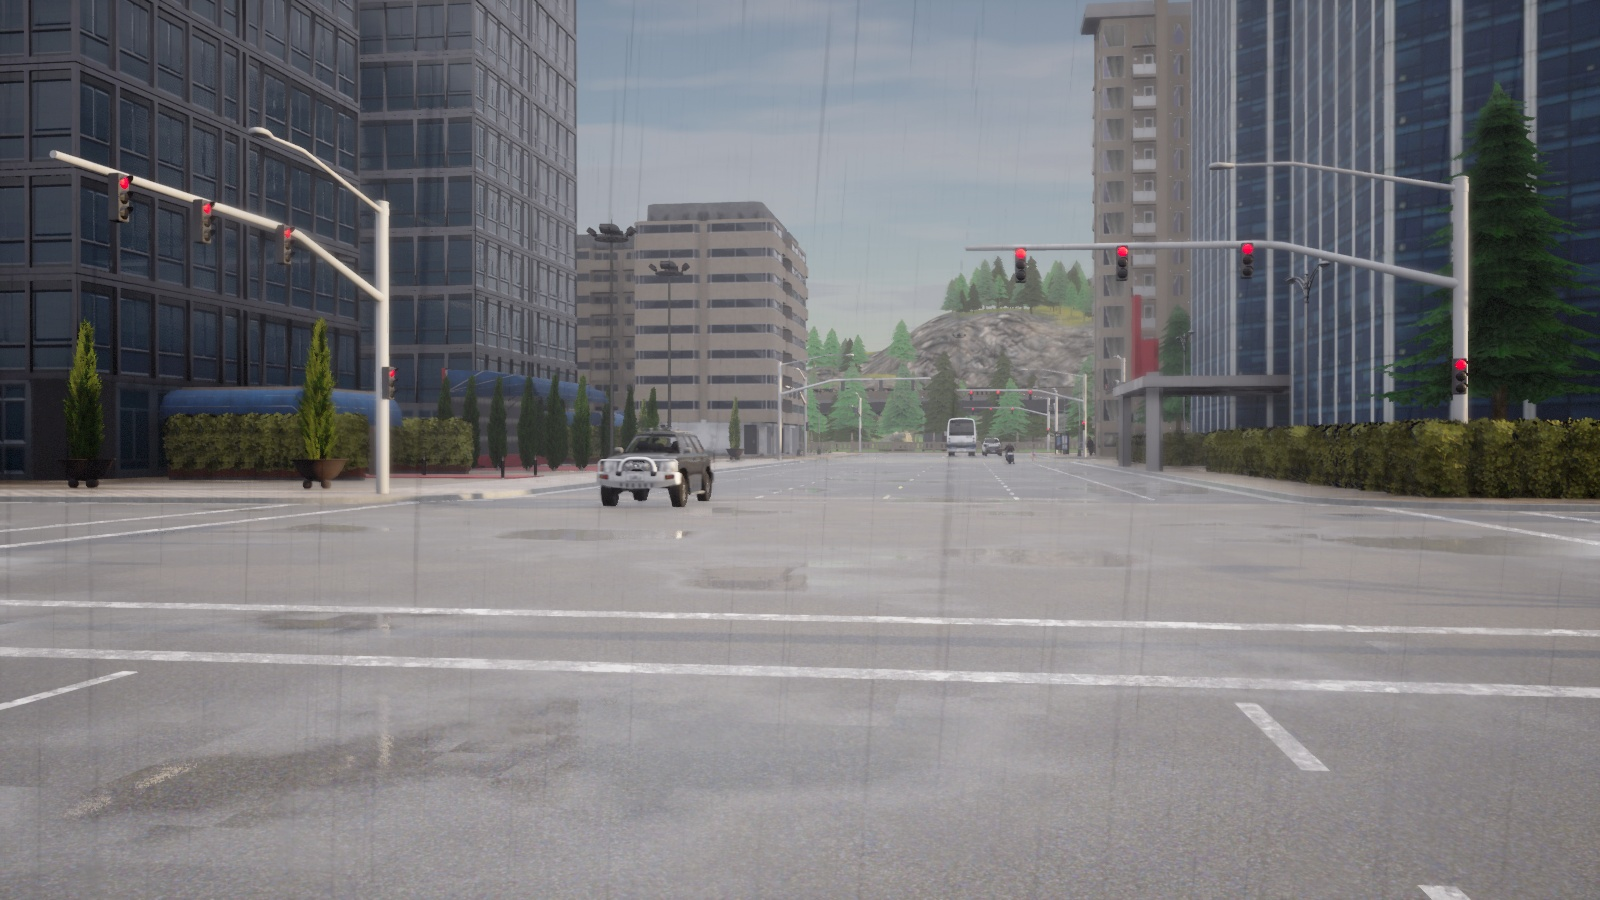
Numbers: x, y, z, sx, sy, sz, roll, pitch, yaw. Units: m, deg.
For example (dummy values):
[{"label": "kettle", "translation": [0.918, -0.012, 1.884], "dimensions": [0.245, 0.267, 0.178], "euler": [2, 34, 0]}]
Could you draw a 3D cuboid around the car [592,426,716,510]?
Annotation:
[{"label": "car", "translation": [-3.419, 0.389, 30.308], "dimensions": [1.932, 1.855, 4.605], "euler": [0, 0, 7]}]
